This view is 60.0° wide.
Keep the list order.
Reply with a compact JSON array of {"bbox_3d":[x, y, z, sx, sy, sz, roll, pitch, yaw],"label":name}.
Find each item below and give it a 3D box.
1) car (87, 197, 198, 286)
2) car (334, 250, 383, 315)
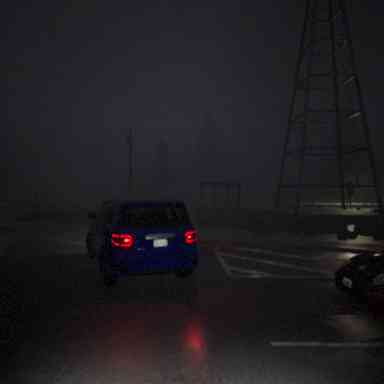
[{"bbox_3d":[-1.667,1.161,9.579,2.150,2.045,5.566,0,0,-22],"label":"car"},{"bbox_3d":[4.892,1.480,6.329,3.905,1.438,1.784,0,0,0],"label":"car"}]
